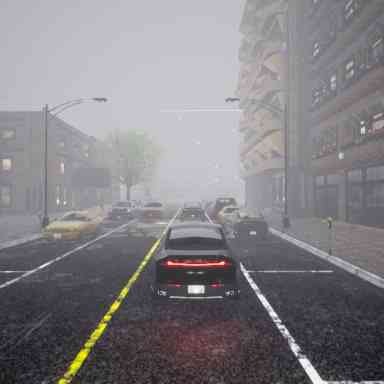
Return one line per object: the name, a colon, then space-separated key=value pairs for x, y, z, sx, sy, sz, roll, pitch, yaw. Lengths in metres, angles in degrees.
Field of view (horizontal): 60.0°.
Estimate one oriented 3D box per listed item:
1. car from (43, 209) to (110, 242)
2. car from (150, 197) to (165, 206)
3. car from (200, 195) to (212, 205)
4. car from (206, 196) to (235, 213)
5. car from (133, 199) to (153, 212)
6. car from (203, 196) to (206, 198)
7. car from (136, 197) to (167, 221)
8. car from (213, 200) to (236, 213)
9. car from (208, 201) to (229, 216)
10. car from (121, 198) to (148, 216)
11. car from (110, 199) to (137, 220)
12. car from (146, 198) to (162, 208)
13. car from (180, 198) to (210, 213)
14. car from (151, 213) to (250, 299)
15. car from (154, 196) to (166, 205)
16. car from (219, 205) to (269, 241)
car: x=-5.676 y=1.532 z=16.421 sx=1.752 sy=1.417 sz=4.829 roll=1 pitch=0 yaw=0
car: x=-5.757 y=1.583 z=56.398 sx=2.008 sy=1.369 sz=4.403 roll=1 pitch=0 yaw=0
car: x=2.627 y=1.478 z=62.156 sx=1.967 sy=1.590 sz=4.097 roll=1 pitch=0 yaw=0
car: x=2.651 y=1.327 z=28.040 sx=2.192 sy=1.841 sz=5.009 roll=1 pitch=0 yaw=0
car: x=-5.723 y=1.601 z=39.337 sx=1.802 sy=1.307 sz=4.206 roll=1 pitch=0 yaw=0
car: x=2.612 y=1.589 z=45.099 sx=1.947 sy=1.339 sz=4.313 roll=1 pitch=0 yaw=0
car: x=-3.153 y=1.489 z=27.738 sx=1.882 sy=1.535 sz=5.008 roll=0 pitch=0 yaw=0
car: x=2.658 y=1.534 z=22.522 sx=1.752 sy=1.417 sz=4.829 roll=1 pitch=0 yaw=0
car: x=2.635 y=1.597 z=33.726 sx=1.802 sy=1.307 sz=4.206 roll=1 pitch=0 yaw=0
car: x=-5.710 y=1.455 z=33.651 sx=1.967 sy=1.590 sz=4.097 roll=1 pitch=0 yaw=0
car: x=-5.698 y=1.452 z=27.963 sx=1.967 sy=1.590 sz=4.097 roll=1 pitch=0 yaw=0
car: x=-5.746 y=1.594 z=50.710 sx=1.947 sy=1.339 sz=4.313 roll=1 pitch=0 yaw=0
car: x=0.046 y=1.502 z=26.359 sx=2.128 sy=1.511 sz=4.902 roll=0 pitch=0 yaw=0
car: x=0.081 y=1.508 z=8.421 sx=1.837 sy=1.490 sz=4.892 roll=0 pitch=0 yaw=0
car: x=-5.938 y=1.563 z=61.914 sx=1.752 sy=1.417 sz=4.829 roll=1 pitch=0 yaw=0
car: x=2.670 y=1.557 z=16.666 sx=2.008 sy=1.369 sz=4.403 roll=1 pitch=0 yaw=0
